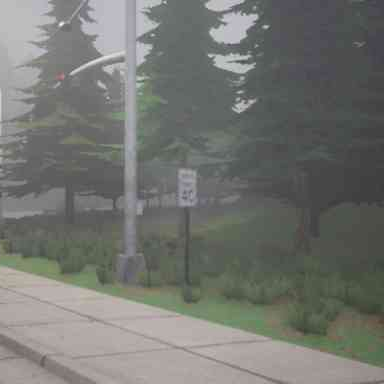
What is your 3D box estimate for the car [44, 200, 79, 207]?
[{"bbox_3d":[-13.883,1.588,35.968,1.994,1.385,4.181,0,0,28],"label":"car"}]
